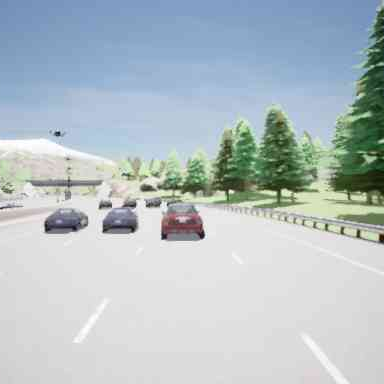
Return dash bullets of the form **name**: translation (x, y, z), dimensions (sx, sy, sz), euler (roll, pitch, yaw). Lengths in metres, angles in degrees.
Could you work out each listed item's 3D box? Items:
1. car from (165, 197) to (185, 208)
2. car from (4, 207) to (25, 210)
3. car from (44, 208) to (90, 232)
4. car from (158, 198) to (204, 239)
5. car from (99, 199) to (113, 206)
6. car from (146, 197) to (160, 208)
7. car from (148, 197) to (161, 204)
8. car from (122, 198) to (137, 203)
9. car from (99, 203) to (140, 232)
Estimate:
- **car**: translation (-2.681, 1.634, 52.279), dimensions (2.128, 1.511, 4.902), euler (-1, 0, -15)
- **car**: translation (-21.508, 1.952, 39.927), dimensions (1.895, 1.301, 4.718), euler (-1, 0, -11)
- **car**: translation (-7.940, 1.707, 21.363), dimensions (1.994, 1.385, 4.181), euler (-1, 0, -6)
- **car**: translation (-0.583, 1.397, 17.957), dimensions (2.097, 1.767, 4.553), euler (-1, 0, -4)
- **car**: translation (-12.695, 1.752, 49.042), dimensions (2.128, 1.511, 4.902), euler (-1, 0, -15)
- **car**: translation (-6.019, 1.673, 51.215), dimensions (2.128, 1.511, 4.902), euler (-1, 0, -15)
- **car**: translation (-7.952, 1.745, 70.320), dimensions (1.837, 1.490, 4.892), euler (-1, 0, -19)
- **car**: translation (-9.355, 1.713, 50.138), dimensions (2.128, 1.511, 4.902), euler (-1, 0, -15)
- **car**: translation (-4.369, 1.661, 20.827), dimensions (1.994, 1.385, 4.181), euler (-1, 0, -6)
